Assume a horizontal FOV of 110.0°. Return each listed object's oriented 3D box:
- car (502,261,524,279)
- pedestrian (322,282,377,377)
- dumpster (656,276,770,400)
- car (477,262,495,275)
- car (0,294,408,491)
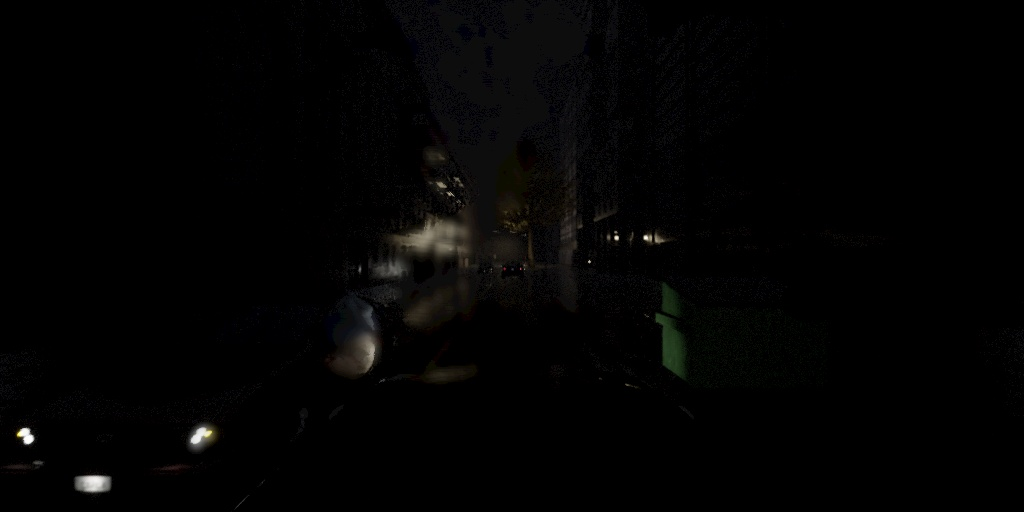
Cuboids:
[{"bbox_3d":[0.068,1.301,36.170,2.097,1.767,4.553,0,0,0],"label":"car"},{"bbox_3d":[-2.076,1.104,4.708,0.375,1.860,0.375,-12,10,-16],"label":"pedestrian"},{"bbox_3d":[3.133,1.174,6.086,1.020,1.700,1.940,0,0,0],"label":"dumpster"},{"bbox_3d":[-3.130,1.491,43.310,1.837,1.490,4.892,0,0,0],"label":"car"},{"bbox_3d":[-3.109,1.321,5.340,2.033,1.411,5.357,0,0,0],"label":"car"}]
